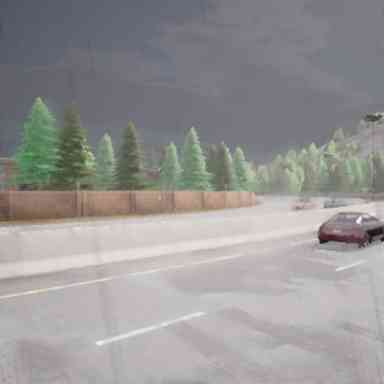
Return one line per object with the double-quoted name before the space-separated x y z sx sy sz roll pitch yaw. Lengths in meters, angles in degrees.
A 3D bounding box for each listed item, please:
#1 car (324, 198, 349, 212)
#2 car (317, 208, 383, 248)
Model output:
"car" 16.369 1.459 37.600 1.994 1.385 4.181 -1 0 32
"car" 7.432 1.602 15.207 4.181 1.385 1.994 0 0 -45
